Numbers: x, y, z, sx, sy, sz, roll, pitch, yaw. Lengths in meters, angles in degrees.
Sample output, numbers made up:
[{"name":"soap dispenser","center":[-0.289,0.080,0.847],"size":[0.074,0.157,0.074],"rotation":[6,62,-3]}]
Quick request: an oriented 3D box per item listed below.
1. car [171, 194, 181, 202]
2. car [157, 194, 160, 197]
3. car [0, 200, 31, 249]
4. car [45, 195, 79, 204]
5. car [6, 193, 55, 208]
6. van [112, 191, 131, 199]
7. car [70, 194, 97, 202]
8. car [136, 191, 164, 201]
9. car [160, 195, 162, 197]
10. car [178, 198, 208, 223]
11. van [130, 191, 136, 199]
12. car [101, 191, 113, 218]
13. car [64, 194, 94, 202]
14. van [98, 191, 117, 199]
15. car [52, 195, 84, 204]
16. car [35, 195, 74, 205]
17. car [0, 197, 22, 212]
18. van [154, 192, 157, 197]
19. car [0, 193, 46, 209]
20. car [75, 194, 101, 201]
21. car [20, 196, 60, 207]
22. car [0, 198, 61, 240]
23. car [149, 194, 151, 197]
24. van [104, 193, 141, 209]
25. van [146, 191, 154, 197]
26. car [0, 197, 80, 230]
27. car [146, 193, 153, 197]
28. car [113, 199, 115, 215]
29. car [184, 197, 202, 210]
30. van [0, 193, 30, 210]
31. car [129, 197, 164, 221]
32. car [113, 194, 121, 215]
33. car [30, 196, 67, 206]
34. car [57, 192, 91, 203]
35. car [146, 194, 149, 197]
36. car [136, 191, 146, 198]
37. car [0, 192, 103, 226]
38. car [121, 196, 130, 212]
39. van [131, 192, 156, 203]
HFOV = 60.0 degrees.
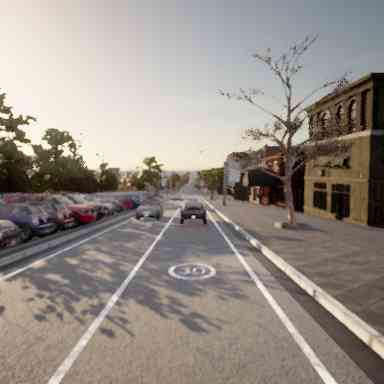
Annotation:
[{"name":"car","center":[-3.227,1.211,68.166],"size":[1.812,1.442,4.674],"rotation":[0,1,0]},{"name":"car","center":[-8.944,1.265,60.146],"size":[5.008,1.535,2.097],"rotation":[0,1,0]},{"name":"car","center":[-8.933,1.320,12.481],"size":[4.553,1.767,2.185],"rotation":[0,0,0]},{"name":"car","center":[-22.020,1.299,56.597],"size":[5.008,1.535,2.097],"rotation":[0,0,0]},{"name":"car","center":[-21.986,1.120,45.489],"size":[5.566,2.045,2.435],"rotation":[0,0,0]},{"name":"van","center":[-9.041,1.172,34.907],"size":[4.442,1.987,1.878],"rotation":[0,0,0]},{"name":"car","center":[-22.042,1.191,67.700],"size":[5.008,1.535,2.097],"rotation":[0,1,0]},{"name":"car","center":[-8.933,0.901,71.356],"size":[5.566,2.045,2.435],"rotation":[0,1,0]},{"name":"car","center":[-8.958,1.249,65.753],"size":[4.674,1.452,2.002],"rotation":[0,1,0]},{"name":"car","center":[0.108,1.445,24.967],"size":[1.837,1.490,4.892],"rotation":[0,0,0]},{"name":"van","center":[-9.044,1.166,37.710],"size":[4.442,1.987,1.878],"rotation":[0,0,0]},{"name":"car","center":[-8.884,1.170,23.694],"size":[5.566,2.045,2.435],"rotation":[0,0,0]},{"name":"car","center":[-22.039,1.218,64.925],"size":[5.008,1.535,2.097],"rotation":[0,1,0]},{"name":"van","center":[-22.173,0.771,87.125],"size":[4.442,1.987,1.878],"rotation":[0,1,0]},{"name":"car","center":[-22.023,1.275,59.375],"size":[4.892,1.521,2.231],"rotation":[0,1,0]},{"name":"car","center":[-22.208,1.319,53.819],"size":[5.366,1.575,1.946],"rotation":[0,0,0]},{"name":"car","center":[-22.192,1.392,37.162],"size":[5.366,1.575,1.946],"rotation":[0,0,0]},{"name":"van","center":[-8.830,1.066,57.337],"size":[4.442,1.987,1.878],"rotation":[0,1,0]},{"name":"car","center":[-22.040,1.131,42.712],"size":[5.566,2.045,2.435],"rotation":[0,0,0]},{"name":"car","center":[-22.046,1.164,70.476],"size":[4.892,1.521,2.231],"rotation":[0,1,0]},{"name":"car","center":[-22.046,1.388,48.265],"size":[4.792,1.488,2.163],"rotation":[0,0,0]},{"name":"car","center":[-8.873,1.314,15.284],"size":[4.553,1.767,2.185],"rotation":[0,0,0]},{"name":"car","center":[-8.936,1.394,48.927],"size":[4.674,1.452,2.002],"rotation":[0,0,0]},{"name":"van","center":[-9.049,1.154,43.315],"size":[4.442,1.987,1.878],"rotation":[0,0,0]},{"name":"van","center":[-9.061,1.089,54.535],"size":[4.442,1.987,1.878],"rotation":[0,0,0]},{"name":"car","center":[-8.876,1.308,18.088],"size":[4.553,1.767,2.185],"rotation":[0,0,0]},{"name":"car","center":[-8.970,1.367,51.735],"size":[4.792,1.488,2.163],"rotation":[0,0,0]},{"name":"car","center":[-8.913,1.456,26.498],"size":[4.674,1.452,2.002],"rotation":[0,0,0]},{"name":"car","center":[0.114,1.425,41.733],"size":[2.033,1.411,5.357],"rotation":[0,0,0]},{"name":"van","center":[-22.126,1.163,39.936],"size":[4.442,1.987,1.878],"rotation":[0,0,0]},{"name":"car","center":[-3.339,1.427,26.806],"size":[2.128,1.511,4.902],"rotation":[0,0,0]},{"name":"car","center":[-8.950,1.284,29.301],"size":[4.553,1.767,2.185],"rotation":[0,0,0]},{"name":"car","center":[-21.991,1.374,51.048],"size":[4.792,1.488,2.163],"rotation":[0,0,0]},{"name":"car","center":[-22.003,0.995,62.146],"size":[5.566,2.045,2.435],"rotation":[0,1,0]},{"name":"car","center":[-8.942,1.368,46.123],"size":[4.892,1.521,2.231],"rotation":[0,0,0]},{"name":"car","center":[-8.902,1.134,40.514],"size":[5.566,2.045,2.435],"rotation":[0,0,0]},{"name":"car","center":[-8.882,1.176,20.890],"size":[5.566,2.045,2.435],"rotation":[0,0,0]},{"name":"car","center":[-8.915,1.405,32.104],"size":[4.892,1.521,2.231],"rotation":[0,0,0]},{"name":"van","center":[-9.069,1.011,62.947],"size":[4.442,1.987,1.878],"rotation":[0,1,0]}]
